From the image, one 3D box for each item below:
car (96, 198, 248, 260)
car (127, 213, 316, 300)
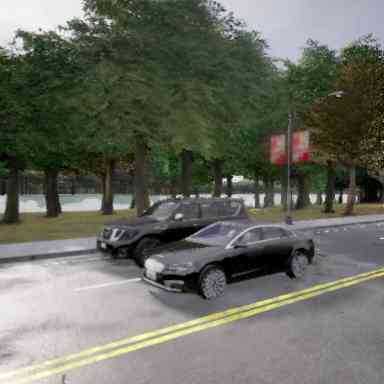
[{"bbox_3d":[-0.362,1.225,11.420,5.566,2.045,2.150,0,0,-36],"label":"car"},{"bbox_3d":[1.129,1.495,8.492,4.902,1.511,2.128,0,0,-36],"label":"car"}]
